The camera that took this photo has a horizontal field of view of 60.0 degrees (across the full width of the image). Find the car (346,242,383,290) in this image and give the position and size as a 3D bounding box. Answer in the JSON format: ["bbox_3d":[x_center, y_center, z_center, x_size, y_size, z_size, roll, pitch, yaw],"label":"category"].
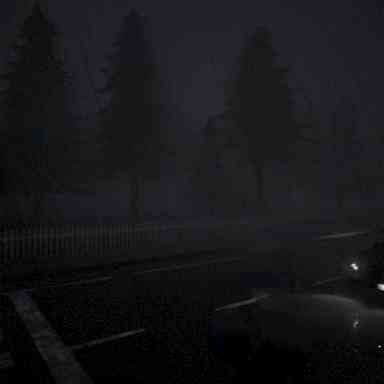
[{"bbox_3d":[6.094,1.562,8.314,5.357,1.411,2.033,0,0,-35],"label":"car"}]
